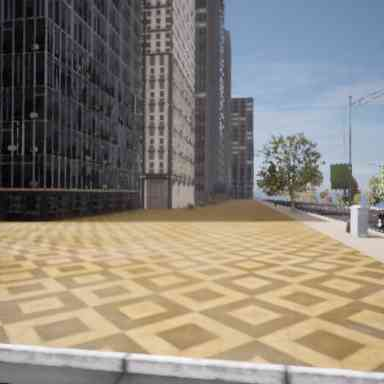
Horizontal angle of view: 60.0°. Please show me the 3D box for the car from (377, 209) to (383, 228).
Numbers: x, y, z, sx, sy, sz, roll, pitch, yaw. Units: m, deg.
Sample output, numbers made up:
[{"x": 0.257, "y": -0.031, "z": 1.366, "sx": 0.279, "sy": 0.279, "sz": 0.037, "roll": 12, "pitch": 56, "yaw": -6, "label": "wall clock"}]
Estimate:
[{"x": 13.220, "y": 1.680, "z": 20.823, "sx": 1.837, "sy": 1.490, "sz": 4.892, "roll": 0, "pitch": -1, "yaw": 10, "label": "car"}]
